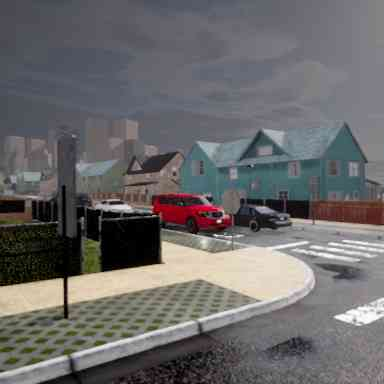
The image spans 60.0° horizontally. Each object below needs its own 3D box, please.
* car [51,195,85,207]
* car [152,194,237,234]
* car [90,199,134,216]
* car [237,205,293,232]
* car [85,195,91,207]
[{"bbox_3d":[-14.438,1.225,38.531,1.837,1.490,4.892,-1,1,-36],"label":"car"},{"bbox_3d":[-0.249,1.133,19.259,2.150,2.045,5.566,-1,1,-36],"label":"car"},{"bbox_3d":[-6.577,1.352,27.819,1.812,1.442,4.674,-1,1,-37],"label":"car"},{"bbox_3d":[3.205,1.438,19.384,2.033,1.411,5.357,-1,1,-36],"label":"car"},{"bbox_3d":[-14.709,1.156,43.777,1.837,1.490,4.892,-1,1,-37],"label":"car"}]
